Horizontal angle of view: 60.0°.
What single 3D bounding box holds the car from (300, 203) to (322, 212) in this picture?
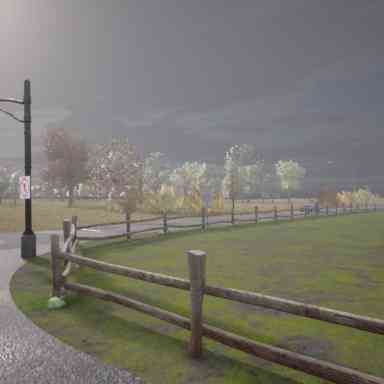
[{"bbox_3d":[18.950,2.449,52.944,2.033,1.411,5.357,-1,-2,40],"label":"car"}]
